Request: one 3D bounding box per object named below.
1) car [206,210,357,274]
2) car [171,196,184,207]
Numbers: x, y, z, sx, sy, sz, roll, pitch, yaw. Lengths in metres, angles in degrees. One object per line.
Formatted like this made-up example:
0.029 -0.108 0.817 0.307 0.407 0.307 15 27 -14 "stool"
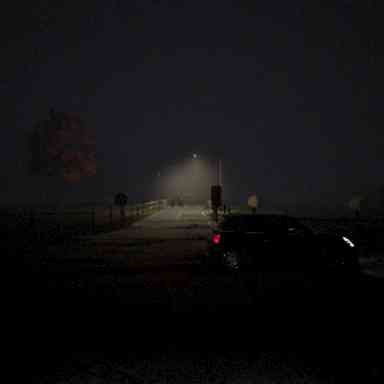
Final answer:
2.738 1.463 10.607 4.553 1.767 2.097 1 0 -1 "car"
-2.776 1.790 62.540 2.150 2.045 5.566 0 -1 0 "car"
